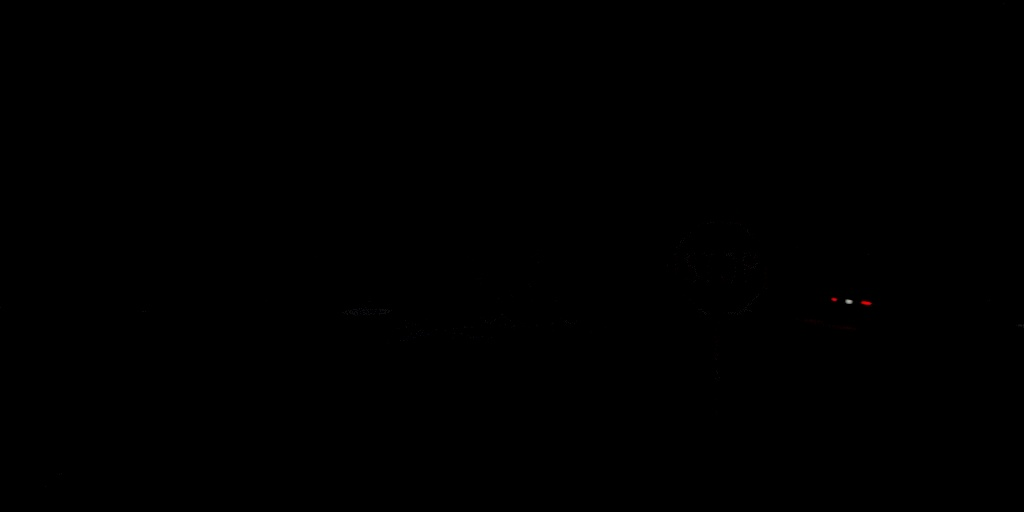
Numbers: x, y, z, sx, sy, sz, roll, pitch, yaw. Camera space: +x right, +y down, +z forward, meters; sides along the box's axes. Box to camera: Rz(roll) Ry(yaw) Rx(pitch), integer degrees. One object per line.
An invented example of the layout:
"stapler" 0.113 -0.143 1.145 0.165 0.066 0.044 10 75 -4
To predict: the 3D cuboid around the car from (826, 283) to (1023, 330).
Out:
"car" 14.062 1.653 12.259 5.357 1.411 2.033 1 -1 1
